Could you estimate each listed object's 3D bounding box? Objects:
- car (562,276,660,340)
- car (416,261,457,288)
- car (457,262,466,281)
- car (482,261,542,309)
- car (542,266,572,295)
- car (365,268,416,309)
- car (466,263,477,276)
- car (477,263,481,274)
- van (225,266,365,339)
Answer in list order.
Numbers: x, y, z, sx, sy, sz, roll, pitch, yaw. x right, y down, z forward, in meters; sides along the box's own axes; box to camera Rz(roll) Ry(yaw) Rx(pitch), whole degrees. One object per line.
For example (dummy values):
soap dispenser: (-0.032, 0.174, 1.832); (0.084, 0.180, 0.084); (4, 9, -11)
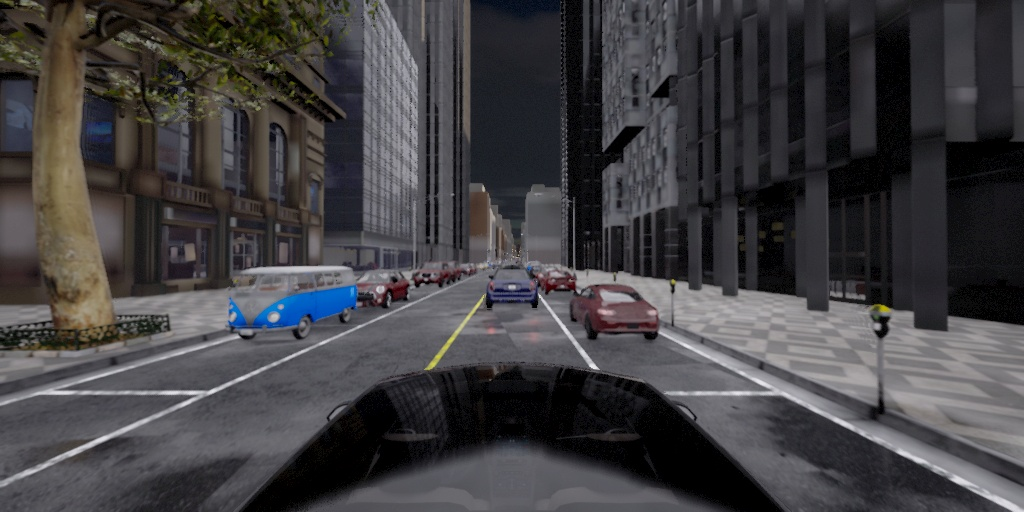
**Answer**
car: (2.672, 1.417, 9.983); (1.802, 1.307, 4.207); (0, 0, 0)
car: (-5.844, 1.327, 26.919); (2.192, 1.841, 5.009); (0, 0, 0)
car: (-5.840, 1.387, 32.557); (2.192, 1.841, 5.009); (0, 0, 0)
car: (0.010, 1.247, 15.925); (2.097, 1.767, 4.553); (0, -1, 0)
car: (2.679, 1.498, 21.261); (1.888, 1.381, 4.507); (0, 0, 0)
car: (-5.850, 1.334, 15.640); (1.967, 1.591, 4.097); (0, 0, 0)
car: (-5.834, 1.638, 43.835); (1.967, 1.591, 4.097); (0, 0, 0)
car: (-5.830, 1.705, 49.473); (1.967, 1.591, 4.097); (0, 0, 0)
van: (-5.853, 1.176, 10.000); (1.690, 1.789, 3.998); (0, 0, 0)
